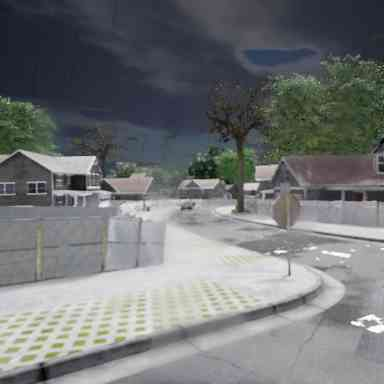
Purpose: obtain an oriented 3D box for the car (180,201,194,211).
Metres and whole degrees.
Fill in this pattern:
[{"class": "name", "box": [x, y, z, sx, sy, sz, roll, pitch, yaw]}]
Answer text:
[{"class": "car", "box": [-0.719, 2.276, 54.557, 1.837, 1.490, 4.892, -1, -1, 7]}]
